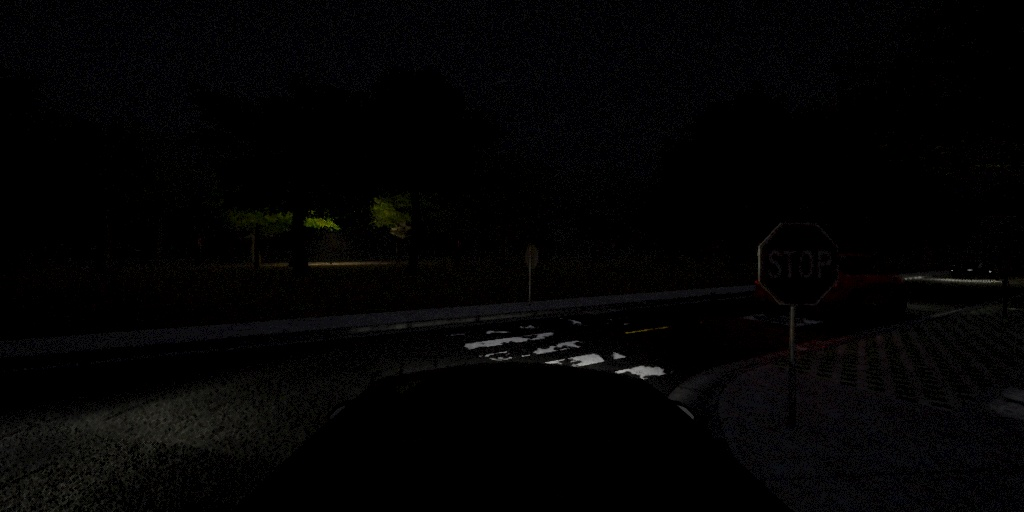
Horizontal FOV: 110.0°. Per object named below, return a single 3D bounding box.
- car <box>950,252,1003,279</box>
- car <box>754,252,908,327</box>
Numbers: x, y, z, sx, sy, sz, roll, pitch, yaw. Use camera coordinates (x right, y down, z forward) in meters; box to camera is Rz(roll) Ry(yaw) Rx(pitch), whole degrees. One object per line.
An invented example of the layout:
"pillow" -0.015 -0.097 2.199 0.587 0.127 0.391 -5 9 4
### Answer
"car" 37.601 0.716 28.809 5.566 2.045 2.150 0 0 -28
"car" 10.071 0.900 11.296 5.566 2.045 2.150 0 0 -28
